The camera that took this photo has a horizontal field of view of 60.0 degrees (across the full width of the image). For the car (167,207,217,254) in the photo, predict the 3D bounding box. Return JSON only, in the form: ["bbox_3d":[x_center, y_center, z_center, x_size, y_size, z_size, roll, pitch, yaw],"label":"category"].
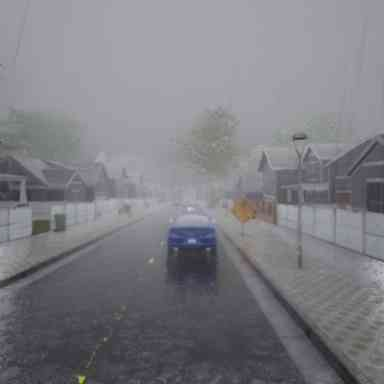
[{"bbox_3d":[0.024,1.613,14.266,1.882,1.535,5.008,0,0,1],"label":"car"}]

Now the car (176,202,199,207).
[{"bbox_3d":[0.001,1.816,27.512,2.033,1.411,5.357,0,-1,0],"label":"car"}]

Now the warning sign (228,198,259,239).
[{"bbox_3d":[2.550,1.275,16.528,1.300,1.860,1.060,2,2,0],"label":"warning sign"}]

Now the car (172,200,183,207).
[{"bbox_3d":[-2.789,2.241,64.976,1.994,1.385,4.181,0,-1,1],"label":"car"}]
